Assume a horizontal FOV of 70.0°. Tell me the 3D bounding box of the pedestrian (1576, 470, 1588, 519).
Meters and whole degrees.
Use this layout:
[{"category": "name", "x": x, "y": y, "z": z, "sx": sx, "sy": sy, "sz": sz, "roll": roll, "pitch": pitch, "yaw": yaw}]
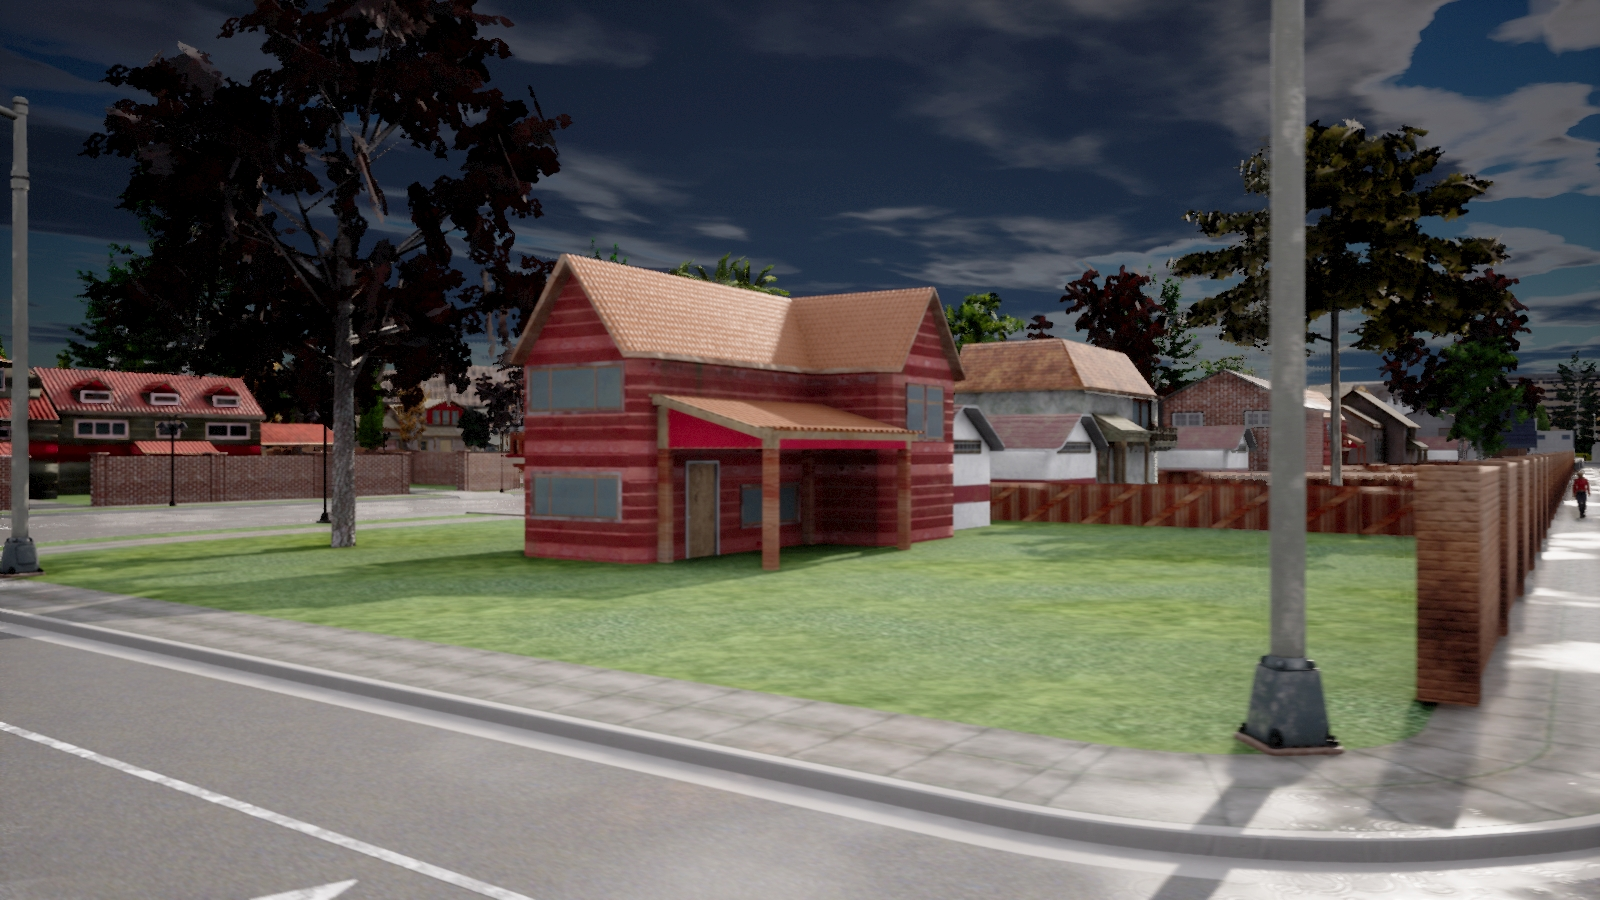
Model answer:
[{"category": "pedestrian", "x": 29.977, "y": 1.695, "z": 43.817, "sx": 0.375, "sy": 1.860, "sz": 0.375, "roll": 0, "pitch": 0, "yaw": 34}]
